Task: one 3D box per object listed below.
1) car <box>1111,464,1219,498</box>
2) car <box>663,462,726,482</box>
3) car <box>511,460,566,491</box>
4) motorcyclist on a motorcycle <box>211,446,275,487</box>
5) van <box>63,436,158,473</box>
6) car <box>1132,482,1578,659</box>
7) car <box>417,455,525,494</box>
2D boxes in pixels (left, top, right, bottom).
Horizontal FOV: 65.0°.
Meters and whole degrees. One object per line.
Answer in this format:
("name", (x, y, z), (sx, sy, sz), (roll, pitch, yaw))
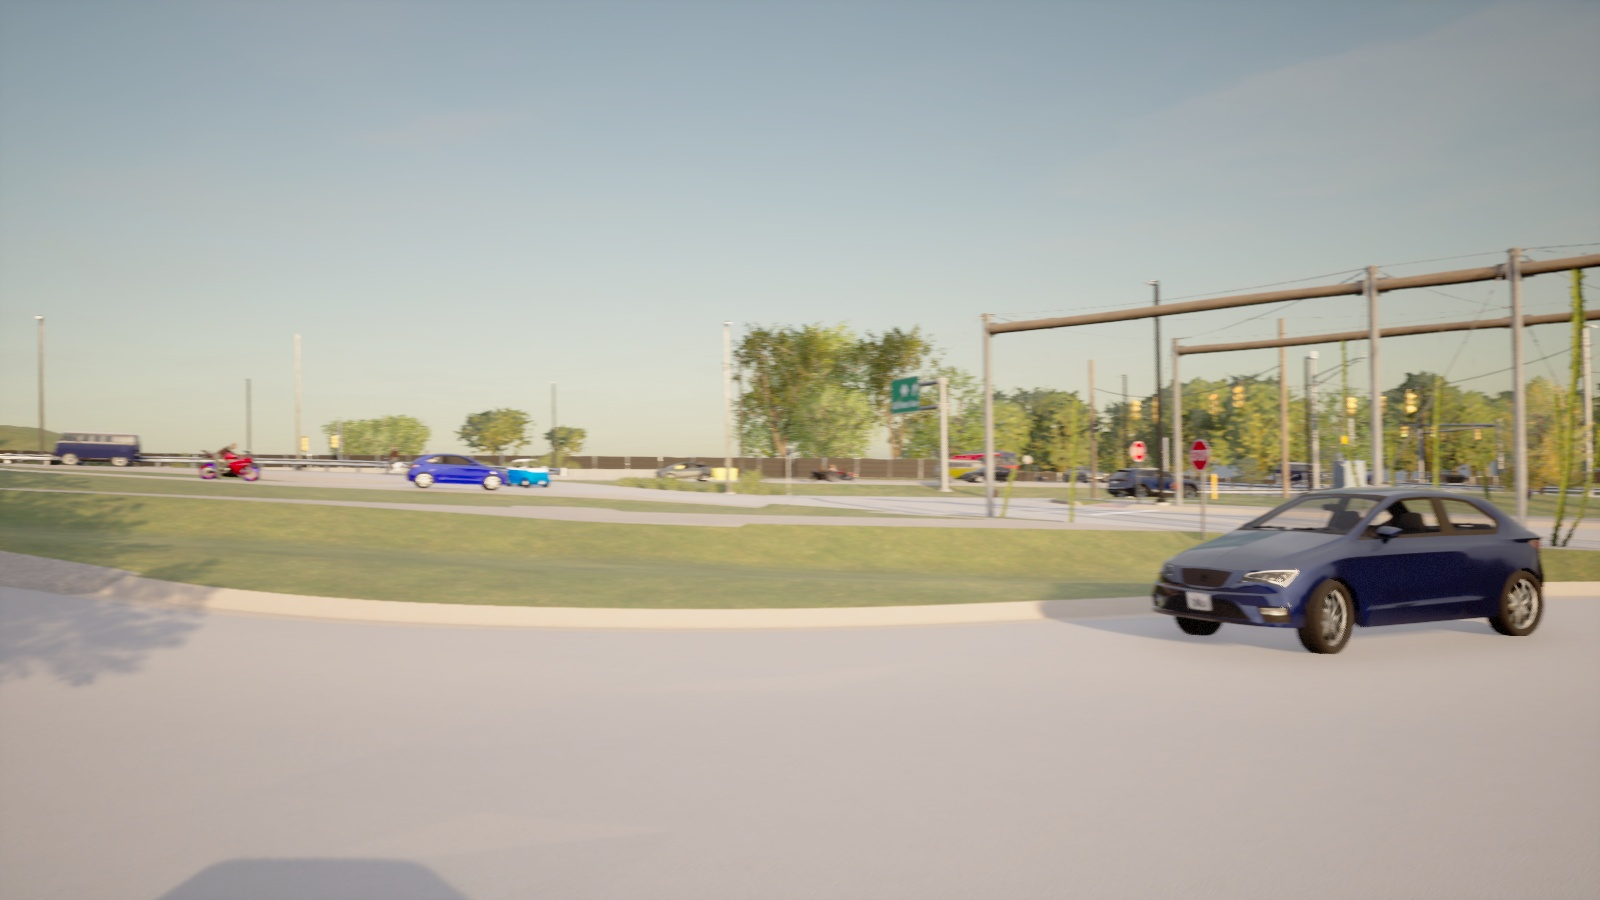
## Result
("car", (18.082, 1.552, 62.212), (4.856, 1.649, 2.033), (1, -2, -20))
("car", (-8.189, 1.747, 97.372), (4.514, 1.525, 2.007), (0, -2, -19))
("car", (-12.637, 1.215, 60.698), (2.207, 1.376, 1.481), (1, 1, 36))
("motorcyclist on a motorcycle", (-22.092, 0.670, 49.870), (2.191, 1.530, 0.866), (3, -2, -18))
("van", (-39.637, 0.263, 72.328), (4.442, 1.987, 1.775), (2, -2, -14))
("car", (5.544, 1.074, 12.481), (4.193, 1.474, 1.816), (0, -1, -28))
("car", (-13.818, 1.025, 52.698), (4.193, 1.474, 1.816), (2, -2, -20))
